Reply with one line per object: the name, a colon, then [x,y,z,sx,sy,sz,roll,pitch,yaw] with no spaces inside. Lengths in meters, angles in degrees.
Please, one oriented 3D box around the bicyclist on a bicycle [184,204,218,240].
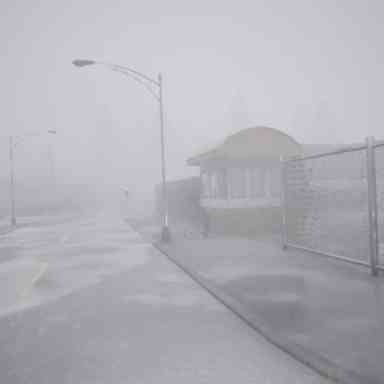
bicyclist on a bicycle: [0.407,1.347,15.034,1.656,1.620,0.582,-2,0,-16]
